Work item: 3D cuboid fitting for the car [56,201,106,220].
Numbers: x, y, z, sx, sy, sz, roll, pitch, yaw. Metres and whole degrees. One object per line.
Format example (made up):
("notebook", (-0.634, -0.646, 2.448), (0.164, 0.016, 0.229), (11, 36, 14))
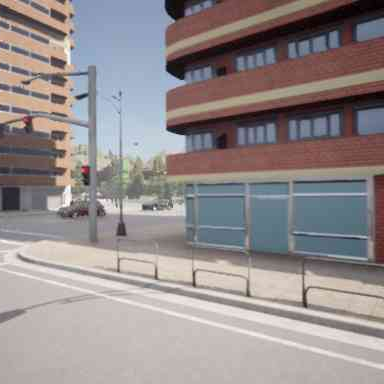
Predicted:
("car", (-10.640, 1.640, 32.018), (2.097, 1.767, 4.553), (-1, -1, 36))

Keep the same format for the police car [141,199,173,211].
("police car", (-4.821, 1.746, 45.949), (1.930, 1.638, 5.238), (-1, 0, 36))
